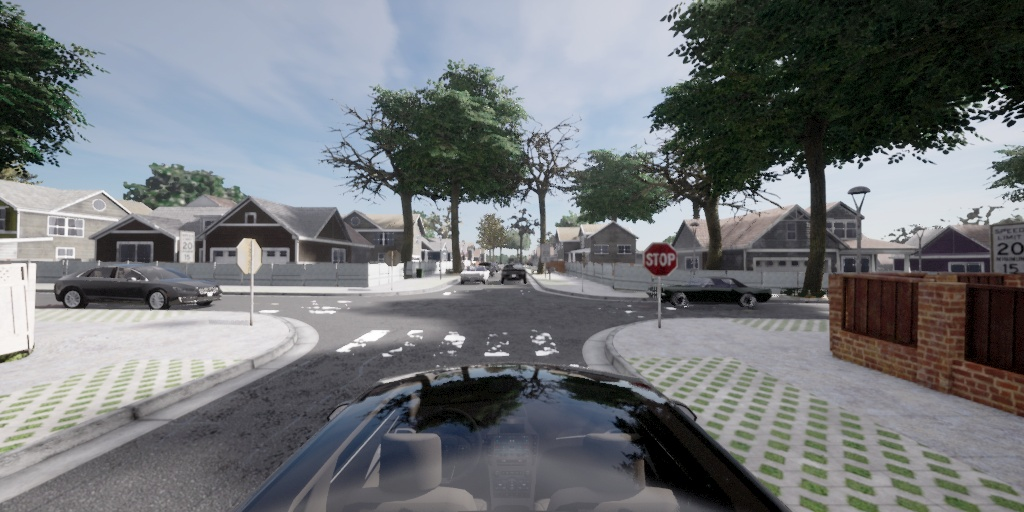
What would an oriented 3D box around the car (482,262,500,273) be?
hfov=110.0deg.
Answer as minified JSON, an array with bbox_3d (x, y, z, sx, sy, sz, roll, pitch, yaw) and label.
[{"bbox_3d":[-2.771,1.543,48.501,2.033,1.411,5.357,0,-1,0],"label":"car"}]

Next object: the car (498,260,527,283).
[{"bbox_3d":[0.142,1.307,28.623,1.882,1.535,5.008,0,0,0],"label":"car"}]

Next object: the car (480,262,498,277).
[{"bbox_3d":[-2.788,1.400,37.986,1.837,1.490,4.892,0,0,0],"label":"car"}]

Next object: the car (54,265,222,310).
[{"bbox_3d":[-12.930,1.063,12.564,4.892,1.490,1.837,1,-1,2],"label":"car"}]

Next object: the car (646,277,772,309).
[{"bbox_3d":[8.496,1.557,15.819,4.718,1.301,1.895,1,-1,-1],"label":"car"}]

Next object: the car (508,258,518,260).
[{"bbox_3d":[0.182,1.323,57.823,2.150,2.045,5.566,0,-1,0],"label":"car"}]

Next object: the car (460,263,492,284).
[{"bbox_3d":[-2.810,1.424,27.615,1.895,1.301,4.718,0,0,0],"label":"car"}]
